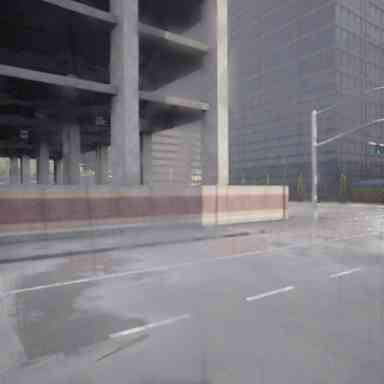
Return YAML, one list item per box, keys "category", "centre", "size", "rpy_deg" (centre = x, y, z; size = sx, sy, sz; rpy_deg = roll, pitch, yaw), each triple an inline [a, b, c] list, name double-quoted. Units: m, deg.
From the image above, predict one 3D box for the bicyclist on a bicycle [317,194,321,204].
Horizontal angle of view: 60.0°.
- category: "bicyclist on a bicycle"
  centre: [17.746, 0.965, 47.123]
  size: [1.656, 1.620, 0.582]
  rpy_deg: [-1, 1, -36]
